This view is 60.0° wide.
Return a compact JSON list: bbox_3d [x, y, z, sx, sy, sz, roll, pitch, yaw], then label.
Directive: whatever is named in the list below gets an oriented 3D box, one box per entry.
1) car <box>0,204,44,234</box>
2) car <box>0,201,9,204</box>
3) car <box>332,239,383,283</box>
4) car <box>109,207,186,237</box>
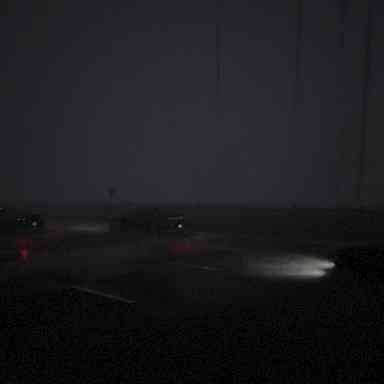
[{"bbox_3d":[-10.896,1.666,20.381,4.674,1.442,1.812,0,0,36],"label":"car"},{"bbox_3d":[-17.722,1.566,29.560,4.553,1.767,2.097,0,0,36],"label":"car"},{"bbox_3d":[6.383,1.548,8.036,5.357,1.411,2.033,0,0,36],"label":"car"},{"bbox_3d":[-2.588,1.582,18.748,4.902,1.511,2.128,0,0,36],"label":"car"}]
